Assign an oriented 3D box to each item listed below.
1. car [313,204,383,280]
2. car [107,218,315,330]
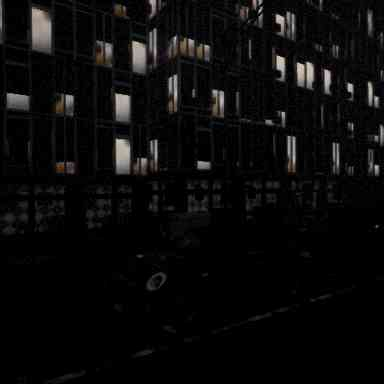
[{"bbox_3d":[4.989,1.310,10.130,5.009,1.841,2.192,0,-1,-35],"label":"car"},{"bbox_3d":[0.363,1.436,6.829,4.097,1.590,1.967,0,-1,-35],"label":"car"}]
